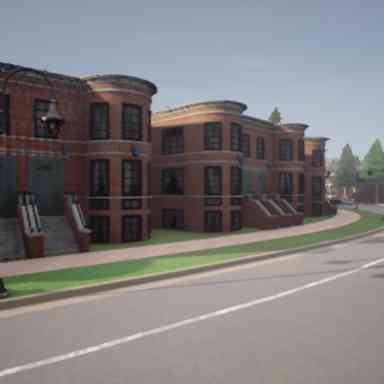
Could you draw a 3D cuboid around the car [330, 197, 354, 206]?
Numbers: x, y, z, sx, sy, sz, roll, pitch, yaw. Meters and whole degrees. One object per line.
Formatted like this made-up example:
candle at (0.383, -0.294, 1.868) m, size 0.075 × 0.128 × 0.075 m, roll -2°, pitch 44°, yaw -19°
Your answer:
car at (24.607, 1.532, 54.757) m, size 2.128 × 1.511 × 4.902 m, roll 0°, pitch 0°, yaw -8°
